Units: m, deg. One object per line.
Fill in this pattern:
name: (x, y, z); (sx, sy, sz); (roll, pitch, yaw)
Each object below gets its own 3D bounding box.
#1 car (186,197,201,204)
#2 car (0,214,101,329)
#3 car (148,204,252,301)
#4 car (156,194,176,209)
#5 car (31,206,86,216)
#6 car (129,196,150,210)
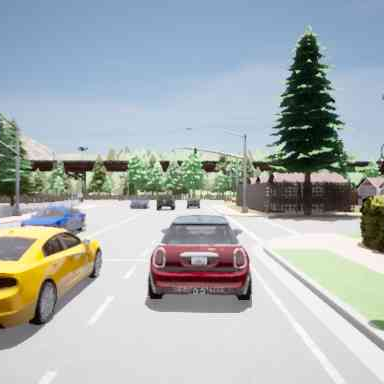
car: (0.204, 1.546, 47.047); (1.837, 1.490, 4.892); (0, 0, 1)
car: (-3.404, 1.484, 7.124); (1.882, 1.535, 5.008); (0, 0, 0)
car: (0.236, 1.359, 8.550); (2.097, 1.767, 4.553); (0, 0, 3)
car: (-3.318, 1.260, 42.976); (2.150, 2.045, 5.566); (0, 0, 0)
car: (-7.068, 1.493, 17.384); (1.882, 1.535, 5.008); (0, 0, 0)
car: (-6.972, 1.389, 44.481); (2.097, 1.767, 4.553); (0, 0, 1)
